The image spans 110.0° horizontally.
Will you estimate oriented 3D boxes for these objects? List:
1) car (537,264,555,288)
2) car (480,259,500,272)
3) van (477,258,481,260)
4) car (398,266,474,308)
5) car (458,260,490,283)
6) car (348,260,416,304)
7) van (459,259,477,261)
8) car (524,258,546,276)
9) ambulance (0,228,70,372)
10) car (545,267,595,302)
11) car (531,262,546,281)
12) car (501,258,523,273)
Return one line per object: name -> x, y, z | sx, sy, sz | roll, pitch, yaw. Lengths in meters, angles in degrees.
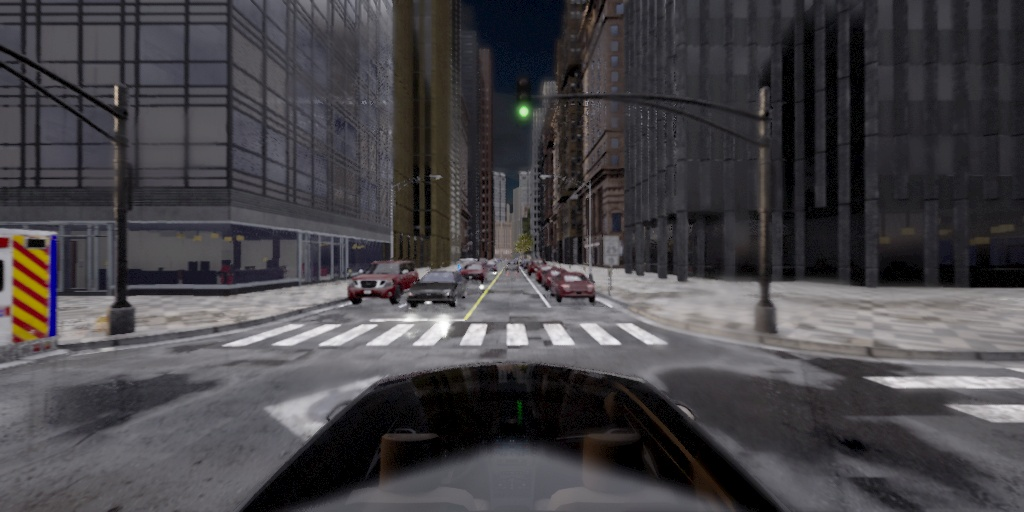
car -> 2.761, 1.400, 22.451 | 1.802, 1.307, 4.207 | 0, 0, 0
car -> -3.019, 1.457, 49.781 | 1.812, 1.442, 4.674 | 0, 0, 0
van -> -5.764, 1.280, 50.525 | 1.690, 1.789, 3.998 | 0, 0, 0
car -> -3.102, 1.352, 15.940 | 2.033, 1.411, 5.357 | 0, 0, 0
car -> -3.098, 1.332, 29.424 | 1.882, 1.535, 5.008 | 0, 0, 0
car -> -5.763, 1.127, 16.813 | 2.192, 1.841, 5.009 | 0, 0, 0
van -> -5.764, 1.258, 44.906 | 1.690, 1.789, 3.998 | 0, 0, 0
car -> 2.761, 1.196, 39.306 | 2.192, 1.841, 5.009 | 0, 0, 0
ambulance -> -10.416, 0.798, 4.794 | 6.366, 2.431, 2.351 | 0, 0, -1
car -> 2.762, 1.380, 16.833 | 1.802, 1.307, 4.207 | 0, 0, 0
car -> 2.761, 1.384, 28.069 | 1.888, 1.381, 4.507 | 0, 0, 0
car -> -0.003, 1.406, 46.644 | 2.128, 1.511, 4.902 | 0, 0, 0
